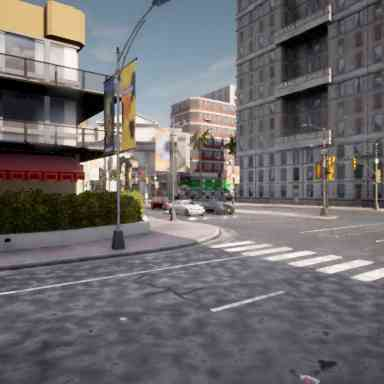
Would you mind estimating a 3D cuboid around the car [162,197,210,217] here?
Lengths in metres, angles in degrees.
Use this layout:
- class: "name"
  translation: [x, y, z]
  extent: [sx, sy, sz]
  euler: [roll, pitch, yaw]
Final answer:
- class: "car"
  translation: [-0.648, 1.521, 32.105]
  extent: [1.812, 1.442, 4.674]
  euler: [0, 0, -35]

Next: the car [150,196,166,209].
- class: "car"
  translation: [-3.444, 1.346, 42.198]
  extent: [2.097, 1.767, 4.553]
  euler: [0, 0, -35]

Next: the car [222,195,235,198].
- class: "car"
  translation: [8.967, 1.485, 85.619]
  extent: [4.892, 1.490, 1.837]
  euler: [0, 0, -35]

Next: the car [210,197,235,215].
- class: "car"
  translation: [2.423, 1.558, 33.825]
  extent: [1.994, 1.385, 4.181]
  euler: [0, 0, -35]
